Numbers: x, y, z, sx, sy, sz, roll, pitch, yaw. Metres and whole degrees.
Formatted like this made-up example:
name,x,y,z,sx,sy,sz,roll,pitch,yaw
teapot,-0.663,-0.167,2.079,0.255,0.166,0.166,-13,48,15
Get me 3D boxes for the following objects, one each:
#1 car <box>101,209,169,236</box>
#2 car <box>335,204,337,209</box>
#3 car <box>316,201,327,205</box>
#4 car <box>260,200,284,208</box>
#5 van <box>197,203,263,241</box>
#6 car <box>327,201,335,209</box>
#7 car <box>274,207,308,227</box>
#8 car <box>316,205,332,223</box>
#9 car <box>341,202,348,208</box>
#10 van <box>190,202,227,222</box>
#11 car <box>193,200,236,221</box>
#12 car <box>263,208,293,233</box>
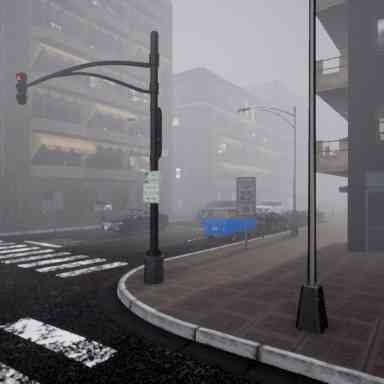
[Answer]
name,x,y,z,sx,sy,sz,roll,pitch,yaw
car,-3.467,1.815,20.922,2.128,1.511,4.902,0,-1,35
car,30.596,3.064,73.315,1.887,1.381,4.507,-1,-2,35
car,24.175,2.889,64.285,1.802,1.307,4.206,-1,-2,35
car,8.865,1.954,38.237,2.150,2.045,5.566,0,-1,36
van,2.253,1.704,18.769,1.690,1.788,3.998,-1,-2,35
car,27.385,2.728,68.806,2.192,1.841,5.009,-1,-2,35
car,8.536,2.158,27.890,1.802,1.307,4.206,-1,-2,35
car,11.747,2.233,32.406,2.008,1.369,4.403,-1,-2,35
car,40.130,3.375,86.722,1.752,1.417,4.829,-1,-2,35
van,1.703,1.903,32.691,1.690,1.788,3.998,-1,-2,35
car,2.670,1.749,29.534,2.150,2.045,5.566,0,-1,37
car,5.327,2.035,23.377,1.947,1.339,4.313,-1,-2,35
